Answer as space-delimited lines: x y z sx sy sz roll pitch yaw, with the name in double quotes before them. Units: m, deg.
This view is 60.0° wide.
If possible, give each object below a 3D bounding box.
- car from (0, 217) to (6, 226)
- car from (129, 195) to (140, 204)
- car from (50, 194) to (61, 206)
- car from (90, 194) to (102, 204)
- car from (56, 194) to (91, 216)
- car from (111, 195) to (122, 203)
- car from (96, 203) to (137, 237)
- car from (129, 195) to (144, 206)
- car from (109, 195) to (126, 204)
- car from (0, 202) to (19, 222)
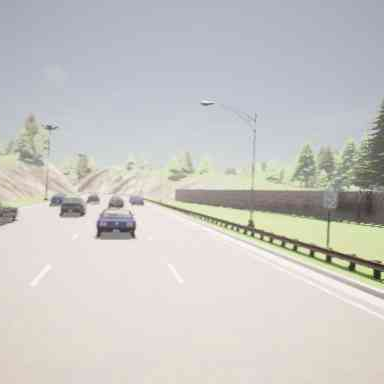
"car" -4.609 1.300 4.572 2.128 1.511 4.902 3 0 -13
"car" -11.161 1.349 64.544 1.882 1.535 5.008 3 0 -13
"car" -16.916 0.945 42.974 1.882 1.535 5.008 3 0 -13
"car" -15.740 1.099 53.579 1.837 1.490 4.892 3 0 -13
"car" -10.017 1.209 28.379 1.837 1.490 4.892 3 0 -13
"car" -14.364 1.270 63.287 2.033 1.411 5.357 3 0 -13
"car" -4.001 1.524 17.660 1.895 1.301 4.718 3 0 -13
"car" -8.942 1.491 54.752 1.994 1.385 4.181 3 0 -13
"car" -9.077 1.317 40.030 2.128 1.511 4.902 3 0 -13
"car" -11.501 1.173 19.107 1.895 1.301 4.718 3 0 -13
